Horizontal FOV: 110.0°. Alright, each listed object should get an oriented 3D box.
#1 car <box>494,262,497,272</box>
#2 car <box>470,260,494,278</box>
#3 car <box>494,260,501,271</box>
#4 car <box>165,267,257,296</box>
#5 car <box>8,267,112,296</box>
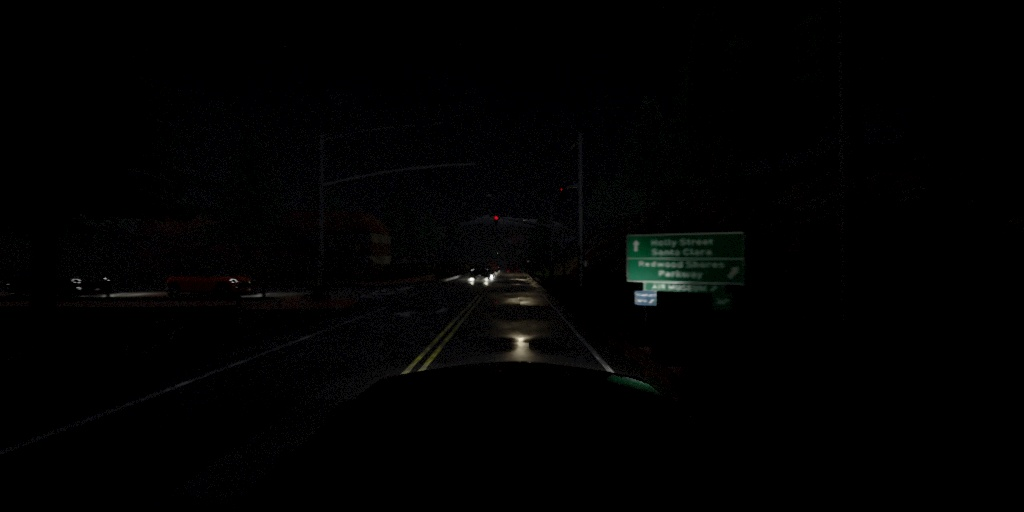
[{"bbox_3d":[-3.505,1.909,50.826,1.895,1.301,4.718,0,-1,0],"label":"car"},{"bbox_3d":[-3.569,1.555,41.589,2.097,1.767,4.553,0,-1,0],"label":"car"},{"bbox_3d":[-3.484,1.647,61.115,2.150,2.045,5.566,0,-1,0],"label":"car"},{"bbox_3d":[-18.451,1.495,22.180,4.553,1.767,2.097,0,-1,0],"label":"car"},{"bbox_3d":[-27.892,1.495,22.239,4.553,1.767,2.097,0,-1,1],"label":"car"}]
